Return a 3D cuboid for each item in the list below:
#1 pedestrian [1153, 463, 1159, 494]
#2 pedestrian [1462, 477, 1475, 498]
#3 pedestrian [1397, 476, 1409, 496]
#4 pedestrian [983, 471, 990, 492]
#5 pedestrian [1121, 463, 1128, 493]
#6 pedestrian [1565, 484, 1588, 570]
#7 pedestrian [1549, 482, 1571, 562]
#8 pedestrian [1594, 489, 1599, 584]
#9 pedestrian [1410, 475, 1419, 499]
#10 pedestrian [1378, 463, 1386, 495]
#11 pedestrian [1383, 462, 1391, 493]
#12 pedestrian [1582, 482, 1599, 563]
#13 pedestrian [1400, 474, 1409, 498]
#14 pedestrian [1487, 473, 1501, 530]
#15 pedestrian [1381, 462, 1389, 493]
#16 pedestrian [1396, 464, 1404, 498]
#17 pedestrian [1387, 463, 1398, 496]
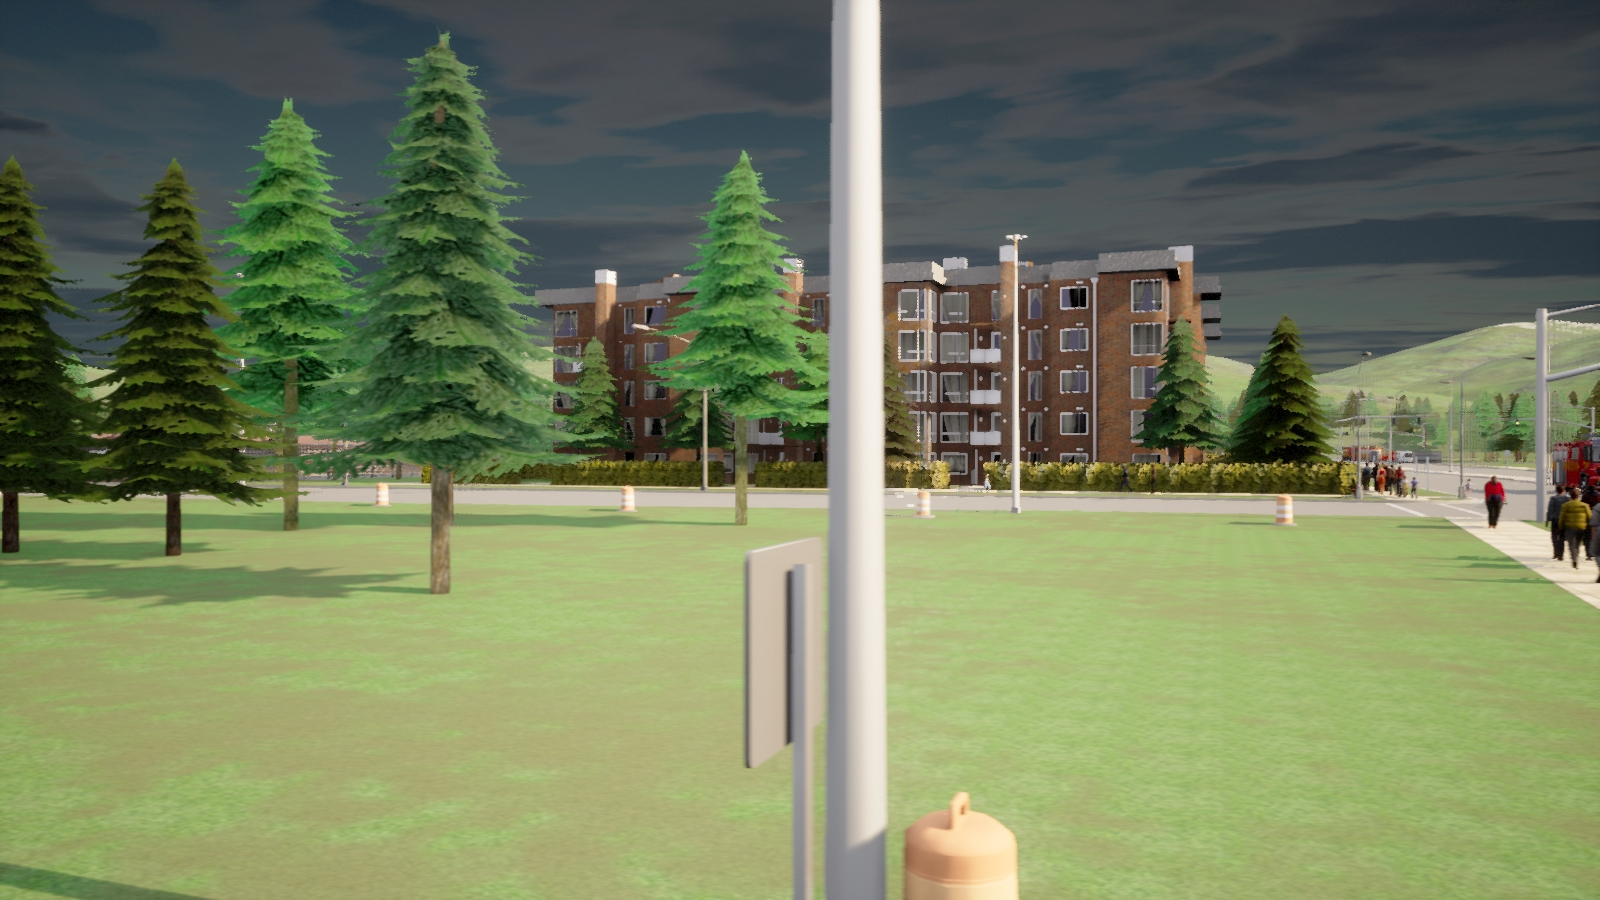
[{"bbox_3d":[21.481,1.696,68.929,0.375,1.860,0.375,0,0,21],"label":"pedestrian"},{"bbox_3d":[36.834,2.061,62.970,0.500,1.100,0.500,0,0,18],"label":"pedestrian"},{"bbox_3d":[34.649,2.077,65.647,0.500,1.100,0.500,0,0,13],"label":"pedestrian"},{"bbox_3d":[11.804,1.976,72.474,0.375,1.300,0.375,0,0,21],"label":"pedestrian"},{"bbox_3d":[19.770,1.696,69.587,0.375,1.860,0.375,0,0,20],"label":"pedestrian"},{"bbox_3d":[17.139,1.696,25.227,0.375,1.860,0.375,0,0,25],"label":"pedestrian"},{"bbox_3d":[17.999,1.696,27.077,0.375,1.860,0.375,0,0,23],"label":"pedestrian"},{"bbox_3d":[15.872,1.696,22.461,0.375,1.860,0.375,0,0,26],"label":"pedestrian"},{"bbox_3d":[32.979,1.978,61.319,0.375,1.300,0.375,0,0,14],"label":"pedestrian"},{"bbox_3d":[34.241,1.696,67.264,0.375,1.860,0.375,0,0,18],"label":"pedestrian"},{"bbox_3d":[36.060,1.696,70.157,0.375,1.860,0.375,0,0,20],"label":"pedestrian"},{"bbox_3d":[18.629,1.696,26.855,0.375,1.860,0.375,0,0,27],"label":"pedestrian"},{"bbox_3d":[33.000,1.976,62.384,0.375,1.300,0.375,0,0,12],"label":"pedestrian"},{"bbox_3d":[22.987,1.696,37.848,0.375,1.860,0.375,0,0,24],"label":"pedestrian"},{"bbox_3d":[36.278,1.699,70.883,0.375,1.860,0.375,0,0,20],"label":"pedestrian"},{"bbox_3d":[33.217,1.696,63.290,0.375,1.860,0.375,0,0,26],"label":"pedestrian"},{"bbox_3d":[34.301,1.696,66.144,0.375,1.860,0.375,0,0,-10],"label":"pedestrian"}]
